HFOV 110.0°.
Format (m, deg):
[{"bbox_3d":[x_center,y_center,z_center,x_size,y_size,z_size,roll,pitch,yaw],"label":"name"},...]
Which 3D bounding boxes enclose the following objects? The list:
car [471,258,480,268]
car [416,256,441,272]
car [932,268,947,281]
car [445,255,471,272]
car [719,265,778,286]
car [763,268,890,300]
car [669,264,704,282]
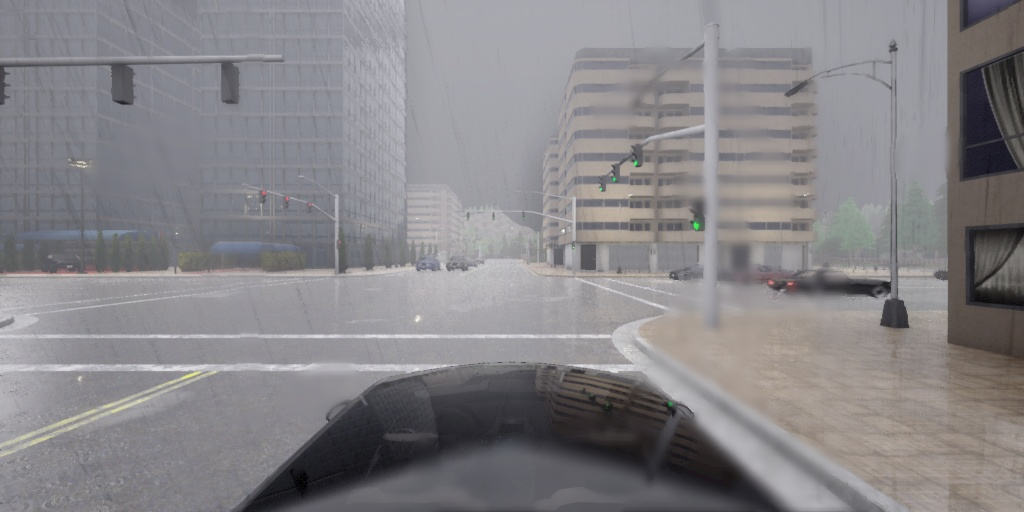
[{"bbox_3d":[-7.048,1.313,61.508,1.994,1.385,4.181,0,0,0],"label":"car"},{"bbox_3d":[-10.573,0.970,45.621,2.150,2.045,5.566,0,0,0],"label":"car"},{"bbox_3d":[36.013,1.257,28.037,4.892,1.490,1.837,1,0,0],"label":"car"},{"bbox_3d":[-7.077,0.965,46.972,2.150,2.045,5.566,0,1,0],"label":"car"},{"bbox_3d":[16.758,1.313,24.421,4.181,1.385,1.994,0,0,-1],"label":"car"},{"bbox_3d":[15.283,1.375,17.308,4.718,1.301,1.895,0,0,-1],"label":"car"},{"bbox_3d":[14.532,1.313,27.900,4.181,1.385,1.994,0,0,-1],"label":"car"}]
